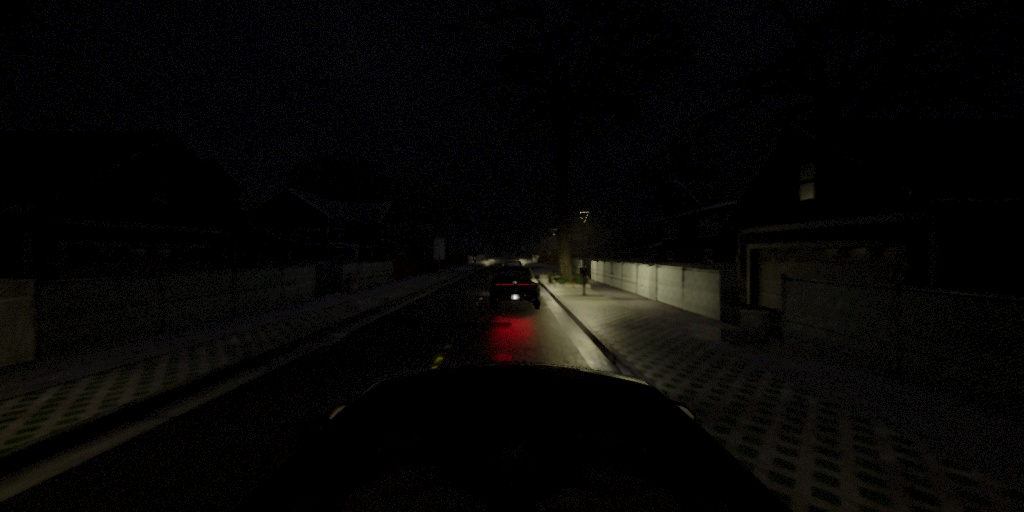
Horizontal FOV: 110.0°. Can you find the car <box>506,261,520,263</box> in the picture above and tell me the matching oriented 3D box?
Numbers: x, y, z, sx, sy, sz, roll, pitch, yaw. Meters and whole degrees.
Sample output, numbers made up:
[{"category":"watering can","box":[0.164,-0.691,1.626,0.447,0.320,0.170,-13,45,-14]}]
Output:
[{"category":"car","box":[0.103,1.109,29.873,1.994,1.385,4.181,0,0,0]}]

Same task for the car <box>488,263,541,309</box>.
[{"category":"car","box":[0.101,1.159,14.498,1.837,1.490,4.892,0,-1,0]}]
